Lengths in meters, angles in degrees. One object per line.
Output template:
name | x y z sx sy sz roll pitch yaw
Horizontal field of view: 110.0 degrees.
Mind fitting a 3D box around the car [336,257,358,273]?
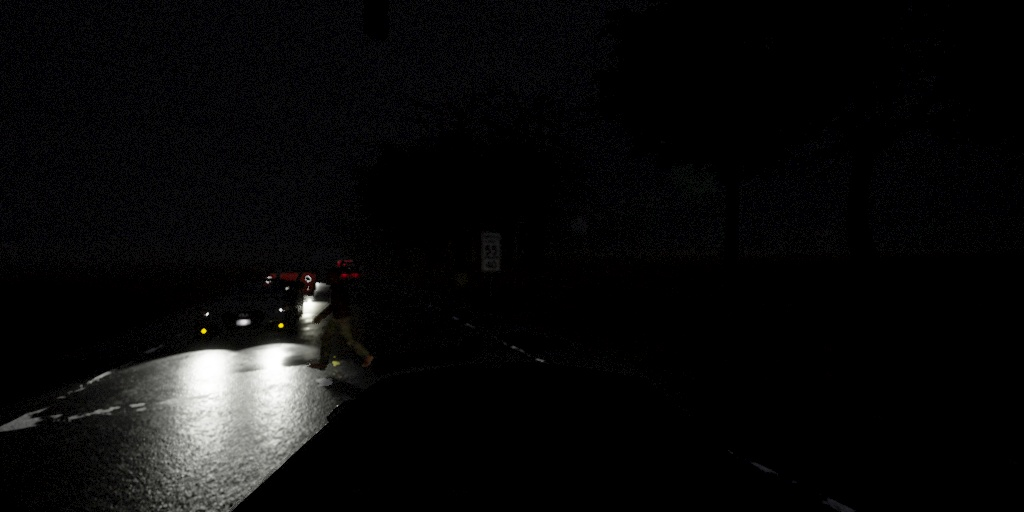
car | -18.685 1.129 40.995 2.128 1.511 4.902 0 0 -26

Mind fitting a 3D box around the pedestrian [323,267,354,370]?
pedestrian | -3.036 1.060 6.264 0.375 1.860 0.375 -1 1 -27

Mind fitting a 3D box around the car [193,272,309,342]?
car | -6.998 1.333 9.946 1.994 1.385 4.181 0 0 -27

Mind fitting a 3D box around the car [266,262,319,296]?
car | -11.482 1.109 18.774 2.097 1.767 4.553 0 0 -27
